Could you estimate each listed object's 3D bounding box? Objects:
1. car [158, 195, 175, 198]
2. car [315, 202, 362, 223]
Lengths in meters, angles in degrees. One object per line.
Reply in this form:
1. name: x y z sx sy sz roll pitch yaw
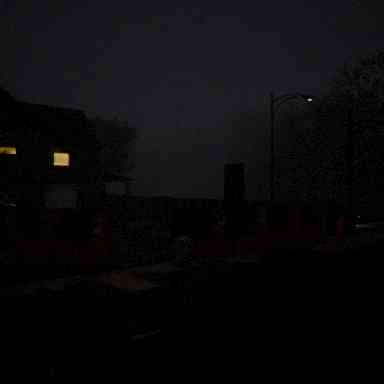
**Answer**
1. car: -3.170 1.208 44.135 2.097 1.767 4.553 0 0 -36
2. car: 10.372 1.473 25.266 1.812 1.442 4.674 0 0 -36
